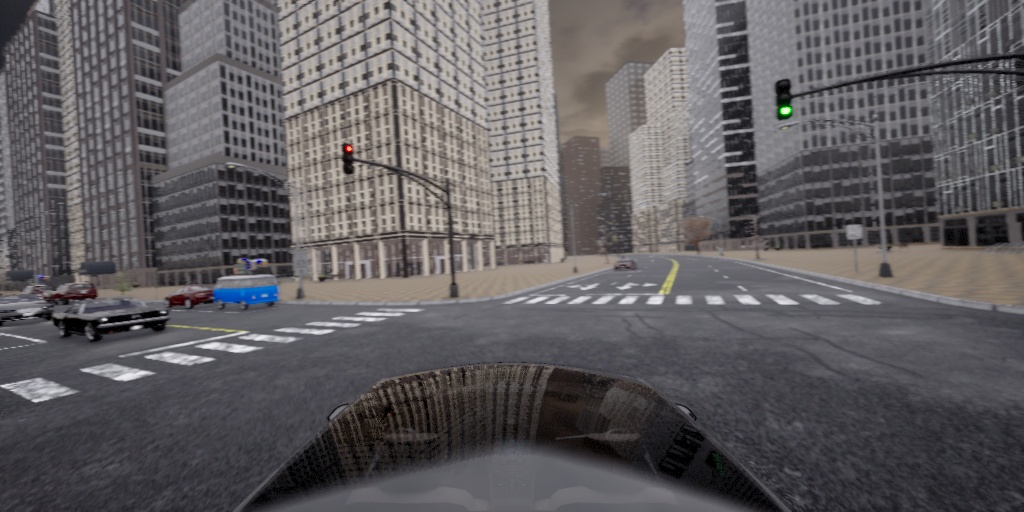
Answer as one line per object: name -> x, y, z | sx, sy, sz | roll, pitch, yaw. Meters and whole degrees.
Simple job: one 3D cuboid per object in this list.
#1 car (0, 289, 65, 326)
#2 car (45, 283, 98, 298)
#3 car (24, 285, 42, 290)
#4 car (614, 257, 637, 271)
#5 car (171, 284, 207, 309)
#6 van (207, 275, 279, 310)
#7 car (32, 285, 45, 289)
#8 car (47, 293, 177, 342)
car -> -26.688, 2.812, 19.315 | 4.902, 1.511, 2.128 | -3, 0, 27
car -> -39.380, 3.370, 32.330 | 5.009, 1.841, 2.192 | 0, 0, 27
car -> -49.231, 3.938, 37.369 | 5.009, 1.841, 2.192 | 0, 0, 27
car -> 12.334, 0.871, 38.994 | 1.994, 1.385, 4.181 | -4, 0, 26
car -> -19.672, 2.461, 22.275 | 4.507, 1.381, 1.888 | 0, 0, 27
van -> -14.707, 1.970, 19.837 | 3.998, 1.789, 1.690 | 0, 0, 27
car -> -44.305, 3.885, 34.849 | 4.507, 1.381, 1.888 | 0, 0, 27
car -> -14.760, 2.233, 13.212 | 4.718, 1.301, 1.895 | -3, 0, 27
